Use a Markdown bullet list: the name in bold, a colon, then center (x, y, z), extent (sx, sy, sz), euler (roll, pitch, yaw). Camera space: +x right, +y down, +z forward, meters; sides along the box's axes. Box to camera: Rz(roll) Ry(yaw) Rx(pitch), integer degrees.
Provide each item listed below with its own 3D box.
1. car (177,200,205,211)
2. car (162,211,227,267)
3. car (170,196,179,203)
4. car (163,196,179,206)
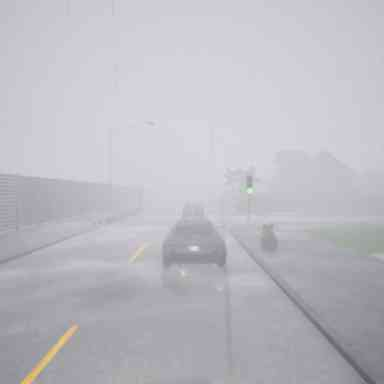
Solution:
- **car**: center (0.090, 1.543, 29.543), extent (2.128, 1.511, 4.902), euler (0, 0, 0)
- **car**: center (0.074, 1.585, 11.500), extent (1.994, 1.385, 4.181), euler (0, 0, 0)
- **car**: center (-3.977, 1.610, 75.760), extent (1.882, 1.535, 5.008), euler (0, 0, 0)
- **car**: center (-4.019, 1.651, 59.410), extent (2.033, 1.411, 5.357), euler (0, 0, 1)
